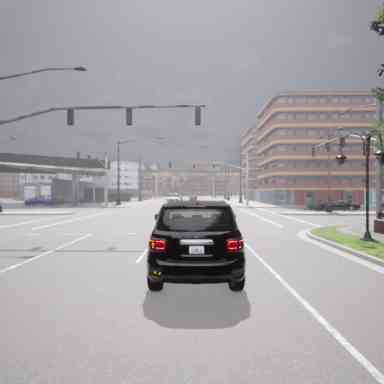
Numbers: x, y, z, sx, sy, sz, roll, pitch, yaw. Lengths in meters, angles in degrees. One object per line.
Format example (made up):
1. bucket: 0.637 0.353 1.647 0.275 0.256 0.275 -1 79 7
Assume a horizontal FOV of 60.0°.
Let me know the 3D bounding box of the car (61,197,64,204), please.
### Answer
1. car: -23.974 1.456 56.867 3.806 1.475 1.970 0 0 1

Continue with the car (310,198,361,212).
1. car: 16.337 1.601 37.672 4.718 1.301 1.895 0 0 -3

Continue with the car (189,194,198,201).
1. car: 0.287 1.372 81.202 2.128 1.511 4.902 0 0 0

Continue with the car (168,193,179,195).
1. car: -3.066 1.221 54.541 2.150 2.045 5.566 0 0 2

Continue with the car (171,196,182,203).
1. car: -3.131 1.548 67.903 2.033 1.411 5.357 0 0 0

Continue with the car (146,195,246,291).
1. car: 0.095 1.221 9.164 2.150 2.045 5.566 0 0 0

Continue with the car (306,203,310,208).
1. car: 16.723 1.505 41.148 4.892 1.490 1.837 0 0 1

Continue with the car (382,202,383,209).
1. car: 25.895 1.352 41.061 4.553 1.767 2.097 0 0 0

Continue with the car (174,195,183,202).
1. car: -3.192 1.540 78.447 2.033 1.411 5.357 0 0 0

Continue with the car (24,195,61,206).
1. car: -23.263 1.295 51.115 4.611 1.667 2.242 0 0 1
